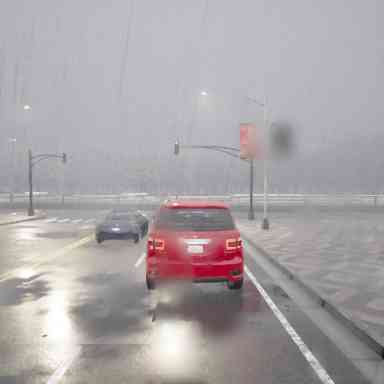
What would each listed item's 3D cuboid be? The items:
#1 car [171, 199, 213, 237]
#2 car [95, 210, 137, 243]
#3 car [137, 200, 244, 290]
[{"bbox_3d":[-0.024,1.343,18.813,2.097,1.767,4.553,0,0,0],"label":"car"},{"bbox_3d":[-3.253,1.555,16.139,1.994,1.385,4.181,0,0,0],"label":"car"},{"bbox_3d":[0.044,1.217,9.223,2.150,2.045,5.566,0,0,-1],"label":"car"}]
